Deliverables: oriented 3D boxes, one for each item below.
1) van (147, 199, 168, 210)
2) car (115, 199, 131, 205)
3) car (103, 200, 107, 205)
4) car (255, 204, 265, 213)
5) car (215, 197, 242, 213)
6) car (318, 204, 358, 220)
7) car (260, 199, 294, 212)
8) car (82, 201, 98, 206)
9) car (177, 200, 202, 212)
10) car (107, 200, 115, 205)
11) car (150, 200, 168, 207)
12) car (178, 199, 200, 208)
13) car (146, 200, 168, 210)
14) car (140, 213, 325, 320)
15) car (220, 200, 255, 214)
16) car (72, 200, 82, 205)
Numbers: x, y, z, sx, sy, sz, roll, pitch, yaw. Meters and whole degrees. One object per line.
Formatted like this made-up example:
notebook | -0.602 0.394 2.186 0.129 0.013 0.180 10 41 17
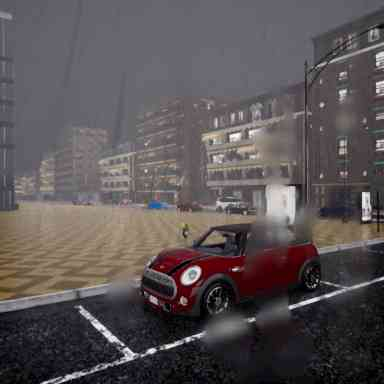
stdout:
van | -5.330 2.035 53.357 1.690 1.788 3.998 -2 0 -36
car | -16.860 2.529 83.577 1.967 1.590 4.097 -2 0 -36
car | -23.397 2.798 92.593 1.887 1.381 4.507 -2 0 -36
car | 8.954 1.887 33.499 2.008 1.369 4.403 -2 0 -36
car | 5.370 1.680 43.088 2.150 2.045 5.566 -1 0 -36
car | 13.990 1.809 31.204 1.994 1.385 4.181 -1 0 -36
car | 11.361 1.824 44.889 1.967 1.590 4.097 -2 0 -36
car | -23.641 2.704 78.657 2.008 1.369 4.403 -2 0 -36
car | -0.403 2.115 46.476 1.887 1.381 4.507 -2 0 -36
car | -20.127 2.737 88.085 1.947 1.339 4.313 -2 0 -36
car | -7.047 2.425 70.052 1.802 1.307 4.206 -2 0 -36
car | -0.507 2.119 61.039 1.967 1.590 4.097 -2 0 -36
car | -6.281 2.292 59.323 1.837 1.490 4.892 -1 -1 -36
car | 0.918 1.440 7.228 4.097 1.590 1.967 0 0 -36
car | 5.683 1.969 38.007 2.008 1.369 4.403 -2 0 -36
car | -30.181 2.862 87.673 1.887 1.381 4.507 -2 0 -36
